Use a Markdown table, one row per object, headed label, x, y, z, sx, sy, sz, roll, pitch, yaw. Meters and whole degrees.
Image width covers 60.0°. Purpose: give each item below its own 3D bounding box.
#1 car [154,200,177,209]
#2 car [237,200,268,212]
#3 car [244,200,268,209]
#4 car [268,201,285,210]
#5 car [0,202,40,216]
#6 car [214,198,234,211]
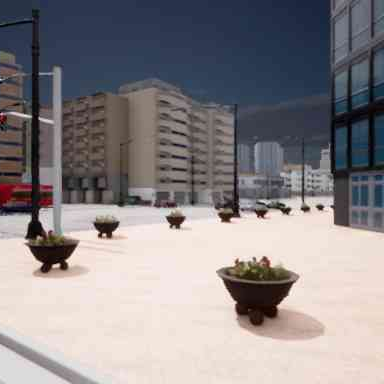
| label | x | y | z | sx | sy | sz | roll | pitch | yaw |
| --- | --- | --- | --- | --- | --- | --- | --- | --- | --- |
| car | -4.224 | 1.948 | 53.303 | 1.994 | 1.385 | 4.181 | 0 | -1 | 36 |
| car | 8.444 | 2.059 | 46.787 | 1.895 | 1.301 | 4.718 | 0 | -1 | 36 |
| car | 10.897 | 2.075 | 56.455 | 2.128 | 1.511 | 4.902 | 0 | -1 | 35 |
| car | 13.761 | 2.159 | 54.442 | 1.994 | 1.385 | 4.181 | 0 | -1 | 35 |
| car | -18.086 | 1.642 | 33.645 | 1.895 | 1.301 | 4.718 | 0 | -1 | 35 |
| car | 5.033 | 1.938 | 48.031 | 1.837 | 1.490 | 4.892 | 0 | -1 | 36 |
